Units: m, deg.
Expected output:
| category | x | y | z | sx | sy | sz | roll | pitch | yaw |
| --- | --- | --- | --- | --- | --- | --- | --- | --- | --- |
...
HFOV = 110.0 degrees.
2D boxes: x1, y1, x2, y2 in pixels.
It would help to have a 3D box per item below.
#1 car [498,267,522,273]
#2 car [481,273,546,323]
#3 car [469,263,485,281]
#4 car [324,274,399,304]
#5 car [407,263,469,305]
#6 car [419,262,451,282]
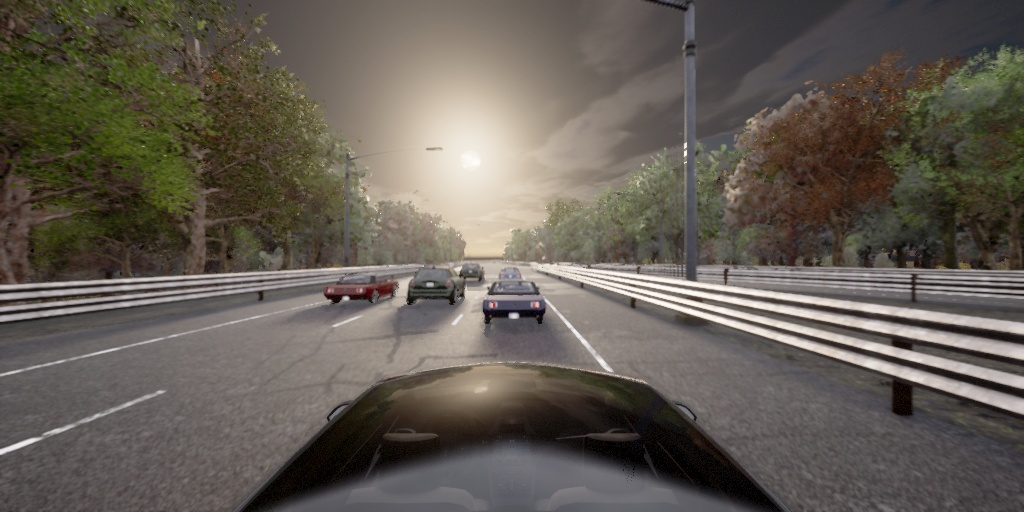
| category | x | y | z | sx | sy | sz | roll | pitch | yaw |
| --- | --- | --- | --- | --- | --- | --- | --- | --- | --- |
| car | -0.159 | 1.575 | 28.905 | 2.033 | 1.411 | 5.357 | 0 | -1 | -1 |
| car | 0.048 | 1.457 | 12.535 | 1.895 | 1.301 | 4.718 | 0 | -1 | 0 |
| car | -3.777 | 1.440 | 34.398 | 2.097 | 1.767 | 4.553 | 0 | -1 | -1 |
| car | -6.994 | 1.508 | 17.274 | 1.895 | 1.301 | 4.718 | 0 | -1 | -1 |
| car | -3.499 | 1.259 | 17.350 | 2.097 | 1.767 | 4.553 | 0 | -1 | -1 |
| car | -7.276 | 1.442 | 34.383 | 2.097 | 1.767 | 4.553 | 0 | -1 | -1 |
